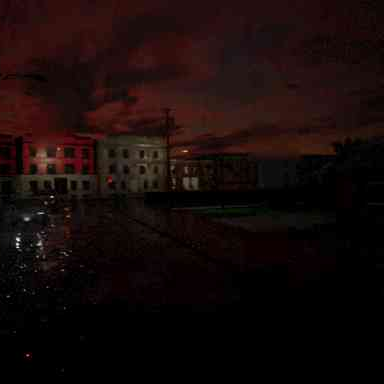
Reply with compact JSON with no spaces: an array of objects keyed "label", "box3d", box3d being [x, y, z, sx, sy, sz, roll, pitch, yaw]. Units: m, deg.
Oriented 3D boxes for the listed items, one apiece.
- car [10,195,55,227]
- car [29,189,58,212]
[{"label":"car","box3d":[-9.859,1.179,20.477,2.128,1.511,4.902,-1,1,-20]},{"label":"car","box3d":[-13.504,0.744,30.413,2.150,2.045,5.566,-1,1,-20]}]
